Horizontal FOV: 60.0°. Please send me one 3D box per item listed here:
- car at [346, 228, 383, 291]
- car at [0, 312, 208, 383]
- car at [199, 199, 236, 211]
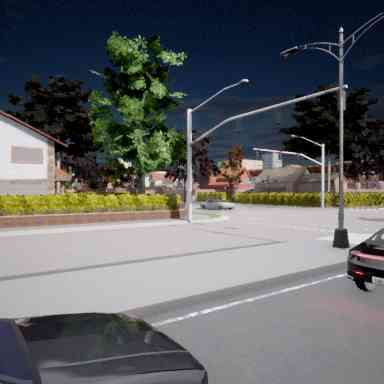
[{"bbox_3d":[5.549,1.474,7.694,4.902,1.511,2.128,0,0,-35],"label":"car"},{"bbox_3d":[-2.390,1.543,2.040,5.357,1.411,2.033,0,0,-36],"label":"car"},{"bbox_3d":[2.992,1.502,39.572,1.895,1.301,4.718,0,0,-36],"label":"car"}]
